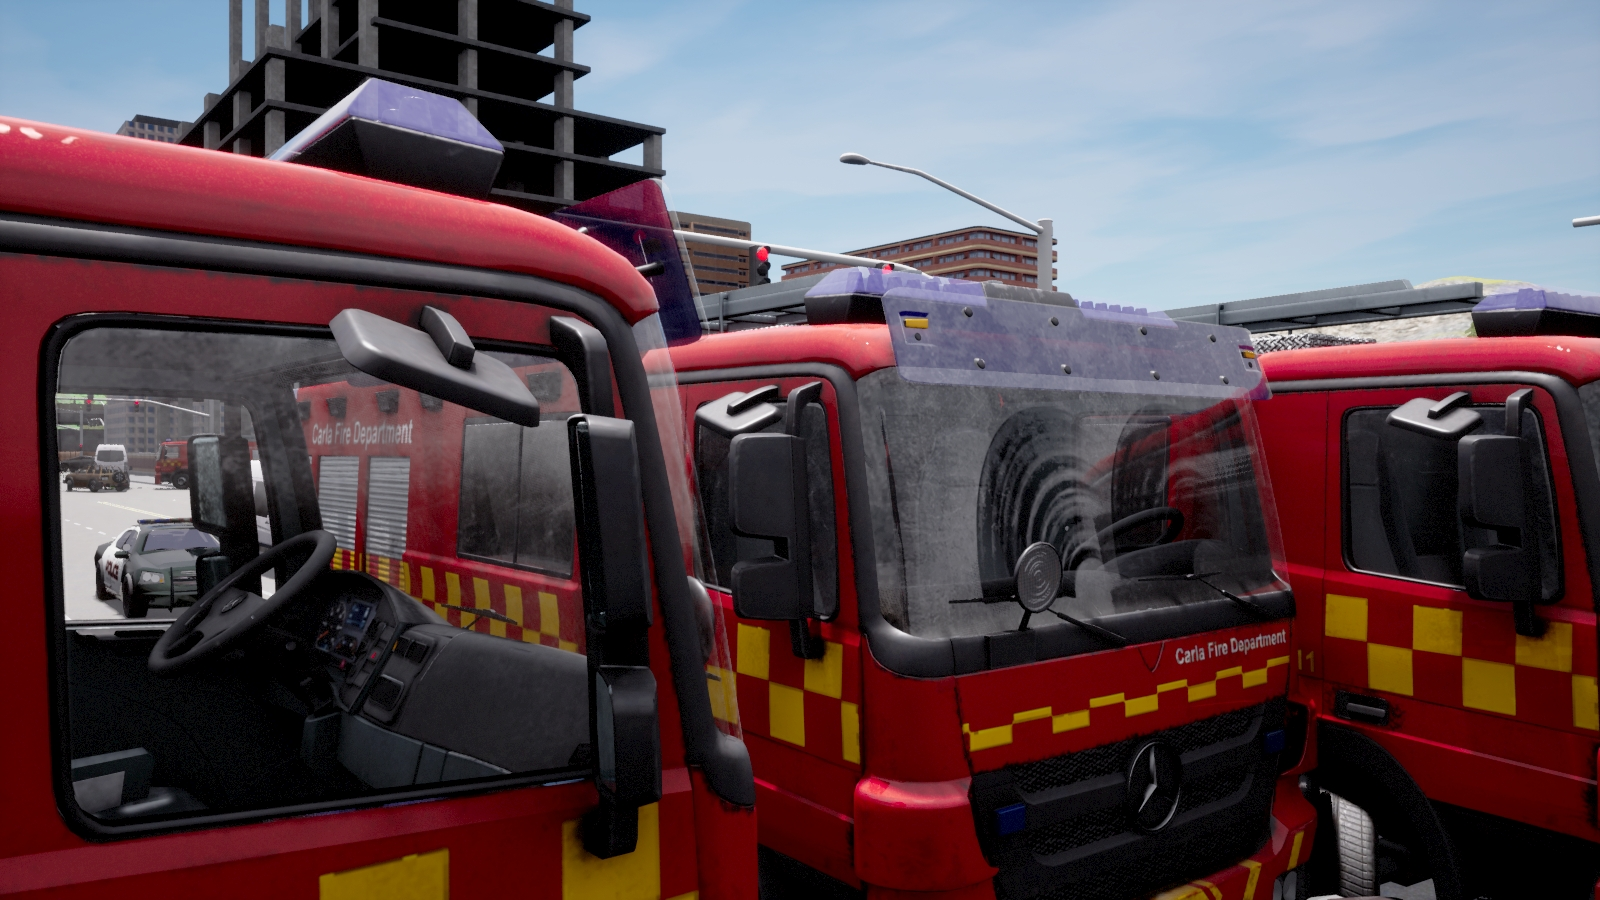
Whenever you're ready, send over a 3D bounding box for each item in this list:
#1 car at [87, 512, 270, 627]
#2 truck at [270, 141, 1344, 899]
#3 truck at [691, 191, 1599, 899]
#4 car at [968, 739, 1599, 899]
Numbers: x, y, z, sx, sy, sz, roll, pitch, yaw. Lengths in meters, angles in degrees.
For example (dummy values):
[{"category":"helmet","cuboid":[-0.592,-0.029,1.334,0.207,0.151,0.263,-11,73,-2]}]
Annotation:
[{"category":"car","cuboid":[-11.386,2.037,20.746,2.038,1.542,4.974,0,0,-39]},{"category":"truck","cuboid":[-1.099,0.890,8.003,2.891,3.827,8.468,0,0,-38]},{"category":"truck","cuboid":[2.348,0.890,8.605,2.891,3.827,8.468,0,0,-31]},{"category":"car","cuboid":[2.437,2.065,3.109,1.970,1.475,3.806,0,0,-30]}]
